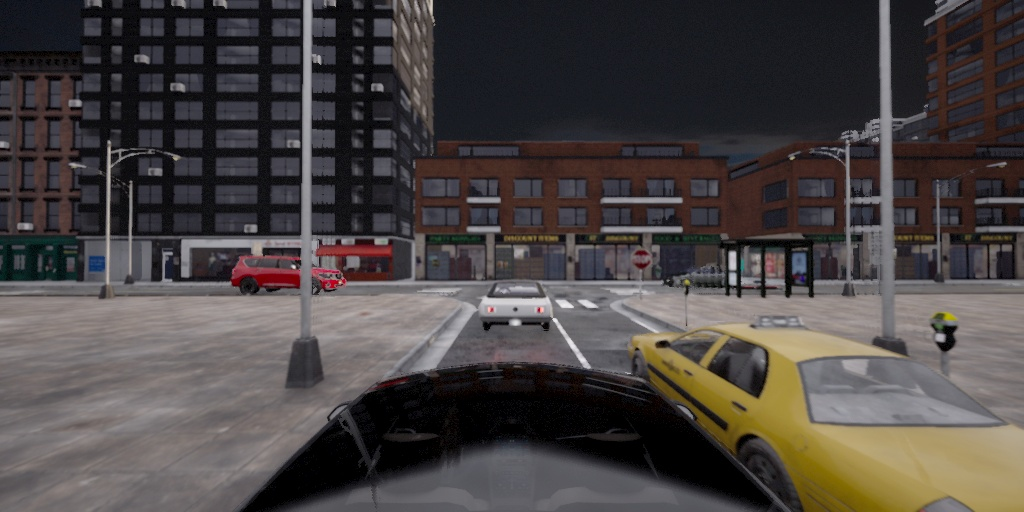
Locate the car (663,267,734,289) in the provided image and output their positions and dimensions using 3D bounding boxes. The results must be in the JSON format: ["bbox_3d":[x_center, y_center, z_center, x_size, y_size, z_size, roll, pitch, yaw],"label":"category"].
[{"bbox_3d":[11.877,1.384,22.773,4.181,1.385,1.994,0,-1,0],"label":"car"}]

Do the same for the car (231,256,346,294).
[{"bbox_3d":[-12.201,1.044,19.731,5.566,2.045,2.150,1,-1,0],"label":"car"}]

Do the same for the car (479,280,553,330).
[{"bbox_3d":[0.176,1.391,11.213,1.895,1.301,4.718,0,0,2],"label":"car"}]

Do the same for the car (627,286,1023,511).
[{"bbox_3d":[2.637,1.283,3.833,1.751,1.417,4.829,0,0,0],"label":"car"}]
